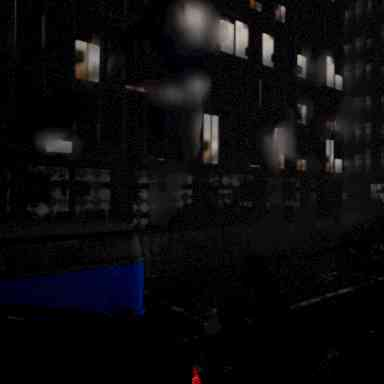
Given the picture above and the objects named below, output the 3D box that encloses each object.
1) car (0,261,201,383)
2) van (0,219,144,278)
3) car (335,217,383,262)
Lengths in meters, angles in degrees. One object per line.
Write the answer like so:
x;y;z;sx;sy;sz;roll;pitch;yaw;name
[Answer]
-1.906;1.564;2.018;4.181;1.385;1.994;0;0;-35;car
-2.652;1.340;4.808;3.998;1.788;1.690;0;1;-35;van
6.681;1.537;11.315;4.507;1.381;1.887;0;1;-35;car
